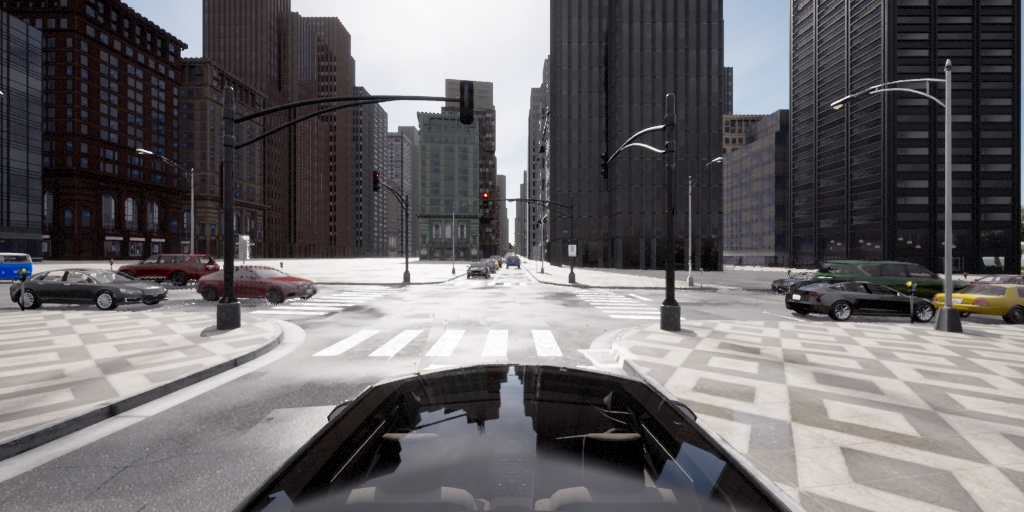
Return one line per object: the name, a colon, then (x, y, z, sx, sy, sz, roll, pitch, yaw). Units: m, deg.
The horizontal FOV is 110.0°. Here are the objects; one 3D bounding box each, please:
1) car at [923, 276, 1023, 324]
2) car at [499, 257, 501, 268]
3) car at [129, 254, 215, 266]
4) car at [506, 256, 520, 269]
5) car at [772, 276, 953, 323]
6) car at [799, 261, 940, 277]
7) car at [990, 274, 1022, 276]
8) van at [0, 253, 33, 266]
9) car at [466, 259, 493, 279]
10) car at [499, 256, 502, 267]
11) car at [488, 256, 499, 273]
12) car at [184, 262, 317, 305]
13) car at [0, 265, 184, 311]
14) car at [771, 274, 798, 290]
car: (17.956, 1.571, 12.668, 4.829, 1.417, 1.751, 0, 0, 0)
car: (-3.013, 1.228, 52.476, 1.882, 1.535, 5.008, 0, 0, 0)
car: (-20.197, 0.799, 21.164, 5.009, 1.841, 2.192, 0, 0, 0)
car: (0.189, 0.973, 58.288, 2.150, 2.045, 5.566, 0, 0, 0)
car: (12.143, 1.524, 12.678, 4.313, 1.339, 1.948, 0, 0, 0)
car: (16.039, 1.239, 15.330, 5.566, 2.045, 2.150, 1, 0, 0)
car: (29.095, 1.766, 21.174, 4.507, 1.381, 1.888, 0, 0, 0)
van: (-31.116, 0.680, 21.183, 3.998, 1.789, 1.690, 0, 0, 0)
car: (-3.052, 1.255, 33.224, 1.837, 1.490, 4.892, 0, 0, 0)
car: (-2.949, 0.973, 63.177, 2.150, 2.045, 5.566, 0, 0, 1)
car: (-3.035, 1.102, 42.277, 2.097, 1.767, 4.553, 0, 0, 0)
car: (-10.581, 1.150, 14.938, 4.674, 1.442, 1.812, 1, 0, 7)
car: (-14.764, 1.116, 12.629, 4.403, 1.370, 2.007, 0, 0, 0)
car: (17.809, 1.591, 21.193, 4.403, 1.370, 2.007, 0, 0, 0)
